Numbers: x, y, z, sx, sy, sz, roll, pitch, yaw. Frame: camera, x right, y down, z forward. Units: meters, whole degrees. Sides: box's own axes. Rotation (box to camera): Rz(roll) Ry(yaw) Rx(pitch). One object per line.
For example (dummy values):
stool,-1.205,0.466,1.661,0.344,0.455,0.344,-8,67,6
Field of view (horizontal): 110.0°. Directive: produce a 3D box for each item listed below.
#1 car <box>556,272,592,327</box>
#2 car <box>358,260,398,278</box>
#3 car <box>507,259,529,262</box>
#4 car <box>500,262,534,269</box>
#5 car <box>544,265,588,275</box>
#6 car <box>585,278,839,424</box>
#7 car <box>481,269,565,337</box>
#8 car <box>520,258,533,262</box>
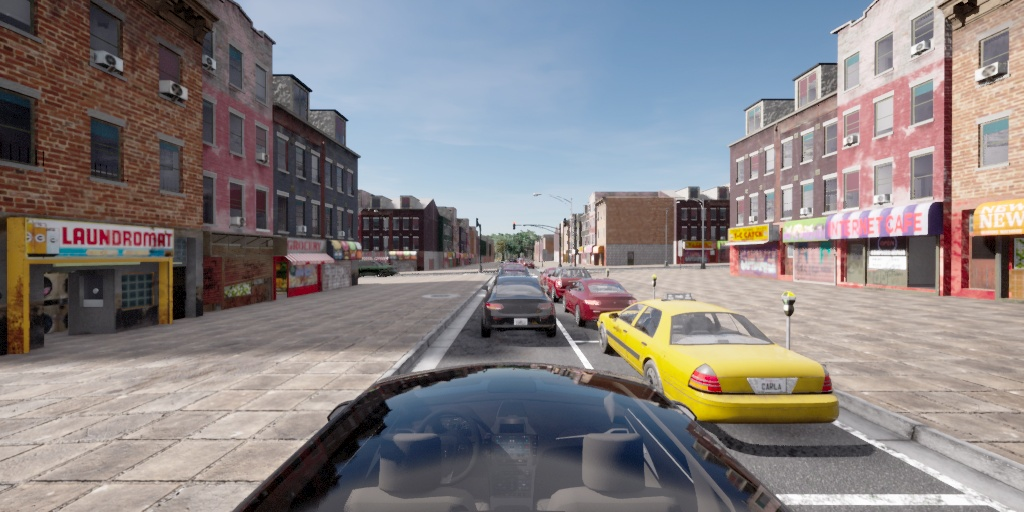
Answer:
car,2.646,1.334,11.240,1.802,1.307,4.207,0,0,0
car,-15.575,1.467,39.697,5.566,2.045,2.150,-2,0,0
car,0.091,1.248,27.139,1.882,1.535,5.008,0,0,0
car,0.104,1.248,17.579,2.128,1.511,4.902,0,0,0
car,2.652,1.195,16.706,1.967,1.591,4.097,0,0,0
car,2.641,1.275,5.943,1.751,1.417,4.829,0,0,0
car,0.116,1.277,10.173,1.812,1.442,4.674,0,0,-2
car,2.697,1.316,59.513,1.967,1.591,4.097,0,0,0
